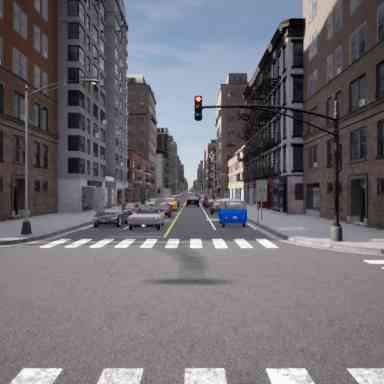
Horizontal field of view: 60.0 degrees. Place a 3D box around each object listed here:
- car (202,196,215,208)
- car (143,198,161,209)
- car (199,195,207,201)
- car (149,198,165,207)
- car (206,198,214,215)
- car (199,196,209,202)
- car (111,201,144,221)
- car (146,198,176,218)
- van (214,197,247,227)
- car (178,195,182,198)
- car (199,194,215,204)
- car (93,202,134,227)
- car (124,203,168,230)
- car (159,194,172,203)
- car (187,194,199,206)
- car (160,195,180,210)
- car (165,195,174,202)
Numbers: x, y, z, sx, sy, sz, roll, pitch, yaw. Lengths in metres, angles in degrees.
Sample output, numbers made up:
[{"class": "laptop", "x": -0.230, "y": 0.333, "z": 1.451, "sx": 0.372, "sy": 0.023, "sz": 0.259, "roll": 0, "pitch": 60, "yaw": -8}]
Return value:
[{"class": "car", "x": 2.674, "y": 1.576, "z": 45.176, "sx": 1.802, "sy": 1.307, "sz": 4.206, "roll": 0, "pitch": 0, "yaw": 0}, {"class": "car", "x": -5.352, "y": 1.520, "z": 45.006, "sx": 1.752, "sy": 1.417, "sz": 4.829, "roll": 0, "pitch": 0, "yaw": 0}, {"class": "car", "x": 2.706, "y": 1.531, "z": 84.945, "sx": 1.947, "sy": 1.339, "sz": 4.313, "roll": 0, "pitch": 0, "yaw": 0}, {"class": "car", "x": -5.347, "y": 1.556, "z": 50.858, "sx": 1.947, "sy": 1.339, "sz": 4.313, "roll": 0, "pitch": 0, "yaw": 0}, {"class": "car", "x": 2.664, "y": 1.580, "z": 33.813, "sx": 1.802, "sy": 1.307, "sz": 4.206, "roll": 0, "pitch": 0, "yaw": 0}, {"class": "car", "x": 2.696, "y": 1.524, "z": 73.582, "sx": 2.008, "sy": 1.369, "sz": 4.403, "roll": 0, "pitch": 0, "yaw": 0}, {"class": "car", "x": -5.365, "y": 1.543, "z": 28.130, "sx": 1.887, "sy": 1.381, "sz": 4.507, "roll": 0, "pitch": 0, "yaw": 0}, {"class": "car", "x": -2.822, "y": 1.562, "z": 30.299, "sx": 1.994, "sy": 1.385, "sz": 4.181, "roll": 0, "pitch": 0, "yaw": 0}, {"class": "van", "x": 2.655, "y": 1.340, "z": 22.450, "sx": 1.690, "sy": 1.788, "sz": 3.998, "roll": 0, "pitch": 0, "yaw": 0}, {"class": "car", "x": -2.770, "y": 1.592, "z": 50.051, "sx": 1.895, "sy": 1.301, "sz": 4.718, "roll": 0, "pitch": 0, "yaw": 0}, {"class": "car", "x": 2.678, "y": 1.305, "z": 50.857, "sx": 2.192, "sy": 1.841, "sz": 5.009, "roll": 0, "pitch": 0, "yaw": 0}, {"class": "car", "x": -5.370, "y": 1.550, "z": 22.448, "sx": 2.008, "sy": 1.369, "sz": 4.403, "roll": 0, "pitch": 0, "yaw": 0}, {"class": "car", "x": -2.803, "y": 1.600, "z": 21.155, "sx": 1.895, "sy": 1.301, "sz": 4.718, "roll": 0, "pitch": 0, "yaw": -1}, {"class": "car", "x": -5.333, "y": 1.293, "z": 67.903, "sx": 2.192, "sy": 1.841, "sz": 5.009, "roll": 0, "pitch": 0, "yaw": 0}, {"class": "car", "x": 0.151, "y": 1.467, "z": 53.084, "sx": 1.882, "sy": 1.535, "sz": 5.008, "roll": 0, "pitch": -1, "yaw": 0}, {"class": "car", "x": -2.811, "y": 1.474, "z": 39.946, "sx": 1.882, "sy": 1.535, "sz": 5.008, "roll": 0, "pitch": 0, "yaw": 0}, {"class": "car", "x": -5.324, "y": 1.410, "z": 79.266, "sx": 1.967, "sy": 1.590, "sz": 4.097, "roll": 0, "pitch": 0, "yaw": 0}]
